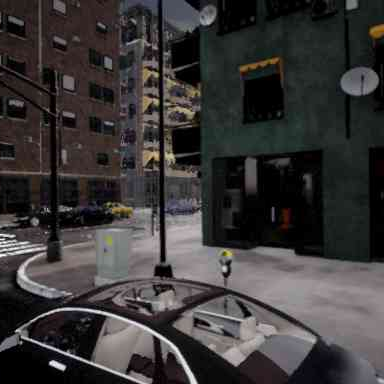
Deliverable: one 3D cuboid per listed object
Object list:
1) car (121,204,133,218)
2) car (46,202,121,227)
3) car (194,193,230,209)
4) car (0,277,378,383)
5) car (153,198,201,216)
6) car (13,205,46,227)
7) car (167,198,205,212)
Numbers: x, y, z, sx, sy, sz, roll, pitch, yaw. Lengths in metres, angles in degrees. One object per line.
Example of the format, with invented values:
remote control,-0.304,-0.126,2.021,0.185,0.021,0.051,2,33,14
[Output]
car,-7.064,1.511,27.738,1.752,1.417,4.829,0,1,35
car,-7.337,1.576,22.842,1.994,1.385,4.181,-1,0,35
car,2.596,1.071,41.569,2.192,1.841,5.009,0,1,35
car,-0.598,1.579,3.299,4.403,1.369,2.008,-1,0,36
car,-1.343,1.416,31.427,2.033,1.411,5.357,-1,0,35
car,-10.155,1.611,23.314,2.008,1.369,4.403,0,1,35
car,-0.591,1.376,37.007,1.887,1.381,4.507,0,1,35
